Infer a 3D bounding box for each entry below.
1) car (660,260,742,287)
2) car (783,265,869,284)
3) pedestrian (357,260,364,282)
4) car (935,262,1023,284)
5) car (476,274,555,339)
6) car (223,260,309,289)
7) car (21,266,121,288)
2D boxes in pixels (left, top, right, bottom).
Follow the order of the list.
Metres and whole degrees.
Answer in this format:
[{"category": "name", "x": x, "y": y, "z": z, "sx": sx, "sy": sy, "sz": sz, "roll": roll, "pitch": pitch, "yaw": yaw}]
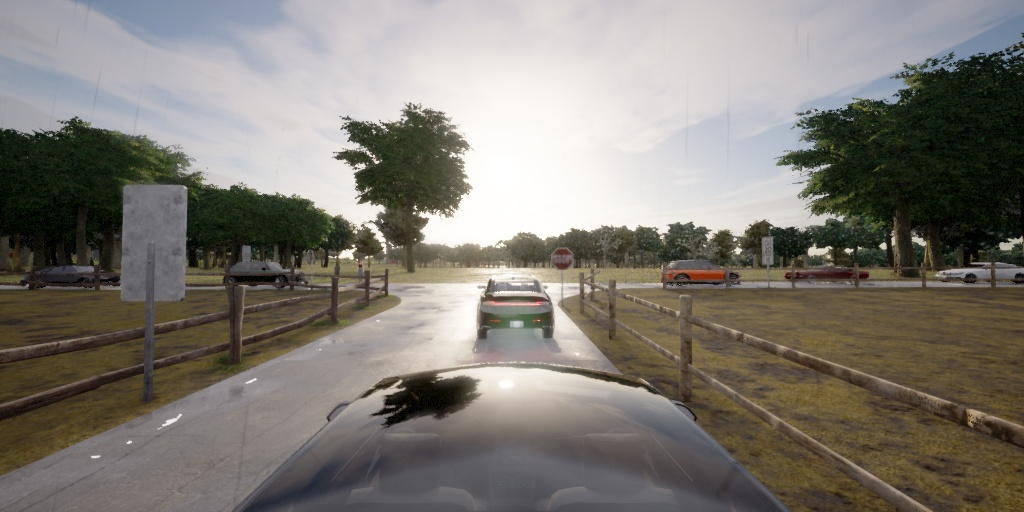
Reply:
[{"category": "car", "x": 12.039, "y": 1.040, "z": 22.935, "sx": 4.553, "sy": 1.767, "sz": 2.097, "roll": 0, "pitch": -2, "yaw": 0}, {"category": "car", "x": 22.397, "y": 1.314, "z": 25.735, "sx": 4.718, "sy": 1.301, "sz": 1.895, "roll": 0, "pitch": -2, "yaw": 2}, {"category": "pedestrian", "x": -12.189, "y": 1.188, "z": 28.848, "sx": 0.375, "sy": 1.860, "sz": 0.375, "roll": 0, "pitch": -1, "yaw": 0}, {"category": "car", "x": 32.686, "y": 1.170, "z": 24.933, "sx": 4.674, "sy": 1.442, "sz": 1.812, "roll": -1, "pitch": -2, "yaw": 8}, {"category": "car", "x": 0.041, "y": 1.255, "z": 10.107, "sx": 2.128, "sy": 1.511, "sz": 4.902, "roll": 0, "pitch": 0, "yaw": -1}, {"category": "car", "x": -15.517, "y": 1.122, "z": 22.820, "sx": 4.553, "sy": 1.767, "sz": 2.097, "roll": 0, "pitch": -2, "yaw": 1}, {"category": "car", "x": -27.592, "y": 1.314, "z": 22.830, "sx": 5.357, "sy": 1.411, "sz": 2.033, "roll": 0, "pitch": -2, "yaw": 0}]
